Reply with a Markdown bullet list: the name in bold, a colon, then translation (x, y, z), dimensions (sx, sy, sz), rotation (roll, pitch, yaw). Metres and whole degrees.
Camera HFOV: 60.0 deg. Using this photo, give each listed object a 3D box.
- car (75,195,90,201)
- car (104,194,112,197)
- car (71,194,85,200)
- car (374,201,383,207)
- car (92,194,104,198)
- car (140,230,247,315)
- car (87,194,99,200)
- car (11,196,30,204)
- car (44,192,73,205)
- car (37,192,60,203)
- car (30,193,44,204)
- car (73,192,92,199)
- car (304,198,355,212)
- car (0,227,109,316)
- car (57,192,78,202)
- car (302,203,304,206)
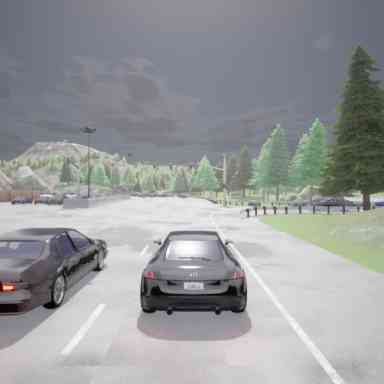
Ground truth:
- **car**: translation (-25.251, 1.324, 77.028), dimensions (1.895, 1.301, 4.718), rotation (0, 0, -1)
- **car**: translation (-21.865, 1.228, 82.536), dimensions (1.812, 1.442, 4.674), rotation (0, 0, -1)
- **car**: translation (-28.966, 1.220, 84.507), dimensions (2.128, 1.511, 4.902), rotation (0, 0, -3)
- **car**: translation (24.474, 1.374, 39.637), dimensions (5.008, 1.535, 1.882), rotation (0, 0, 13)
- **car**: translation (-21.713, 1.270, 73.411), dimensions (2.128, 1.511, 4.902), rotation (0, 0, -1)
- **car**: translation (0.030, 1.563, 7.649), dimensions (1.994, 1.385, 4.181), rotation (0, 0, 0)
- **car**: translation (-25.569, 1.242, 85.765), dimensions (1.994, 1.385, 4.181), rotation (0, 0, -3)
- **car**: translation (-28.593, 1.386, 56.066), dimensions (1.994, 1.385, 4.181), rotation (0, 0, 0)
- **car**: translation (-21.591, 1.184, 53.822), dimensions (2.097, 1.767, 4.553), rotation (0, 0, 0)
- **car**: translation (-28.642, 1.000, 66.596), dimensions (2.150, 2.045, 5.566), rotation (0, 0, -1)
- **car**: translation (-25.103, 1.384, 56.549), dimensions (1.994, 1.385, 4.181), rotation (0, 0, 0)
- **car**: translation (-21.639, 1.278, 64.084), dimensions (2.128, 1.511, 4.902), rotation (0, 0, 0)
- **car**: translation (15.656, 1.397, 37.531), dimensions (4.902, 1.511, 2.128), rotation (0, 0, 7)
- **car**: translation (-3.469, 1.546, 7.798), dimensions (2.033, 1.411, 5.357), rotation (0, 0, 0)
- **car**: translation (-25.148, 0.997, 67.259), dimensions (2.150, 2.045, 5.566), rotation (0, 0, -1)
- **car**: translation (15.730, 1.454, 41.052), dimensions (4.181, 1.385, 1.994), rotation (0, 0, 7)
